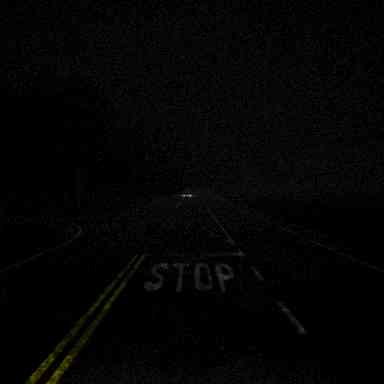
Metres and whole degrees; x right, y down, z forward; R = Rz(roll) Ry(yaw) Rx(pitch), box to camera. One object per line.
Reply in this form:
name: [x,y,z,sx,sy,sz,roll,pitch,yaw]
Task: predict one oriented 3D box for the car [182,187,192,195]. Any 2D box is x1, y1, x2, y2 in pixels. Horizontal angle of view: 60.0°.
car: [-1.299,-0.254,88.818,2.150,2.045,5.566,0,1,7]
